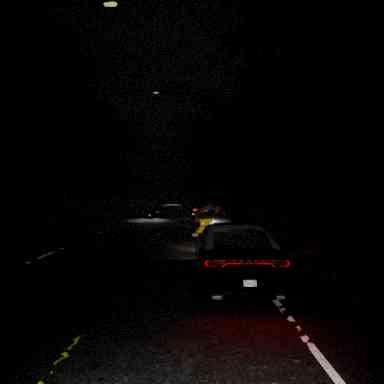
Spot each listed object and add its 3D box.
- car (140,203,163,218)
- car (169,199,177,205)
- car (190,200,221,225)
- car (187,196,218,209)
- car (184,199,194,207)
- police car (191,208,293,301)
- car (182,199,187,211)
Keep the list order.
[{"bbox_3d":[-3.774,1.720,32.047,2.033,1.411,5.357,0,-1,-1],"label":"car"},{"bbox_3d":[-4.579,2.322,79.812,1.895,1.301,4.718,0,-1,-2],"label":"car"},{"bbox_3d":[0.978,1.517,18.672,1.801,1.575,5.366,-1,0,0],"label":"car"},{"bbox_3d":[0.925,1.316,24.526,2.150,2.045,5.566,-1,0,-1],"label":"car"},{"bbox_3d":[-0.579,1.964,59.425,1.812,1.442,4.674,0,-1,-1],"label":"car"},{"bbox_3d":[1.040,1.448,8.578,1.930,1.638,5.238,0,0,0],"label":"police car"},{"bbox_3d":[-0.308,1.780,45.340,2.128,1.511,4.902,0,-1,0],"label":"car"}]
